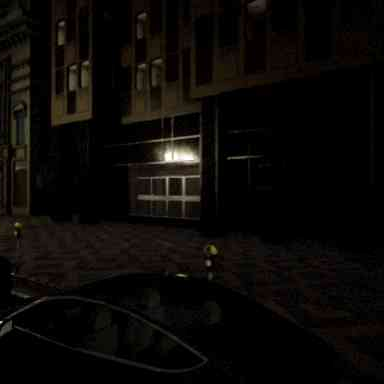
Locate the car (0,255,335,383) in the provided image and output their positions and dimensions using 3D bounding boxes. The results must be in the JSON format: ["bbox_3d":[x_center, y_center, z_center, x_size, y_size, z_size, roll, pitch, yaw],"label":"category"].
[{"bbox_3d":[-0.773,1.547,3.519,4.313,1.339,1.947,1,0,36],"label":"car"}]
